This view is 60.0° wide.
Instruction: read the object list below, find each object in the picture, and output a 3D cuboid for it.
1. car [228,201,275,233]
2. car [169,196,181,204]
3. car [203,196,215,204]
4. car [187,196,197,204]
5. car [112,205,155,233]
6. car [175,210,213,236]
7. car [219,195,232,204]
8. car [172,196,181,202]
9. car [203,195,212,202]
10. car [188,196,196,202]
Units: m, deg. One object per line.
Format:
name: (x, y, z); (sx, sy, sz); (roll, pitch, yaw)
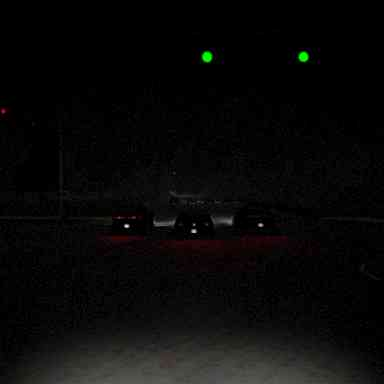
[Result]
car: (3.596, 1.505, 19.817); (2.128, 1.511, 4.902); (0, 0, 0)
car: (-3.515, 1.591, 65.857); (2.033, 1.411, 5.357); (0, 0, 0)
car: (3.485, 1.591, 65.858); (2.033, 1.411, 5.357); (0, 0, 0)
car: (-0.015, 1.536, 65.858); (2.128, 1.511, 4.902); (0, 0, 0)
car: (-3.404, 1.518, 19.767); (1.837, 1.490, 4.892); (0, 0, 0)
car: (0.096, 1.613, 18.401); (1.895, 1.301, 4.718); (0, 0, 0)
car: (6.985, 1.569, 66.276); (1.812, 1.442, 4.674); (0, 0, 0)
car: (-3.517, 1.554, 76.306); (1.895, 1.301, 4.718); (0, 0, 0)
car: (3.483, 1.512, 76.278); (1.994, 1.385, 4.181); (0, 0, 0)
car: (-0.017, 1.554, 76.307); (1.895, 1.301, 4.718); (0, 0, 0)
